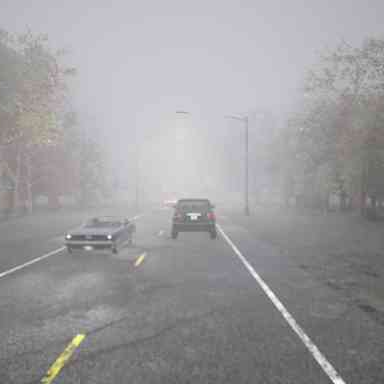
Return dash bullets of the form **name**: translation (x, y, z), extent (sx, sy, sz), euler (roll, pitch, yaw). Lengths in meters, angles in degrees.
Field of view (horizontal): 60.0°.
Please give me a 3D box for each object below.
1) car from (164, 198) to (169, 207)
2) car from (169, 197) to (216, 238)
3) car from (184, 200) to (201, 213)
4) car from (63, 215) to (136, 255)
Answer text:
- **car**: translation (-3.550, 1.699, 54.896), extent (1.882, 1.535, 5.008), euler (0, 0, 1)
- **car**: translation (0.095, 1.297, 18.287), extent (2.150, 2.045, 5.566), euler (0, 0, 0)
- **car**: translation (0.087, 1.732, 41.189), extent (1.994, 1.385, 4.181), euler (0, 0, 0)
- **car**: translation (-3.600, 1.656, 13.784), extent (1.895, 1.301, 4.718), euler (0, 0, 0)
